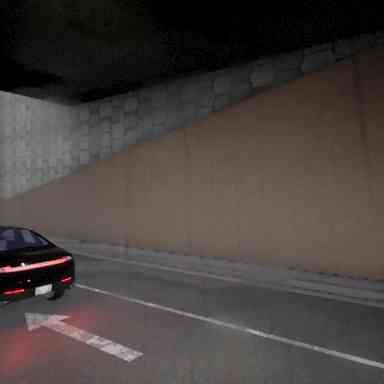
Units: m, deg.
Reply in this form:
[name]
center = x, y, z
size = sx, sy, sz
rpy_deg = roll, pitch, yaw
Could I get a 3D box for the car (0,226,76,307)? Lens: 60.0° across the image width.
[car]
center = -4.557, 1.491, 7.222
size = 4.902, 1.511, 2.128
rpy_deg = 0, 0, 36
